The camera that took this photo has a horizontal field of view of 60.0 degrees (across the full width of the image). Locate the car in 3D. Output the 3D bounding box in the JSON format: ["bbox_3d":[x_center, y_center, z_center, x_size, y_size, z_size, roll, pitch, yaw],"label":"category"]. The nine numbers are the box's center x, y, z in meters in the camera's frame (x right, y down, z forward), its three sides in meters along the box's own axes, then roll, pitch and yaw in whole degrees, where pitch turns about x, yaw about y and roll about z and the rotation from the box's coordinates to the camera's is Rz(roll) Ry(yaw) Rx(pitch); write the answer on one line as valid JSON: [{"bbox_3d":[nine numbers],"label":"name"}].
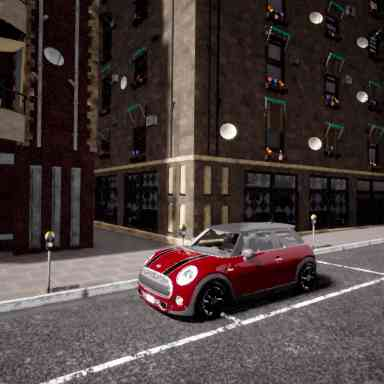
[{"bbox_3d":[0.854,1.442,7.300,4.097,1.590,1.967,0,1,-35],"label":"car"}]
